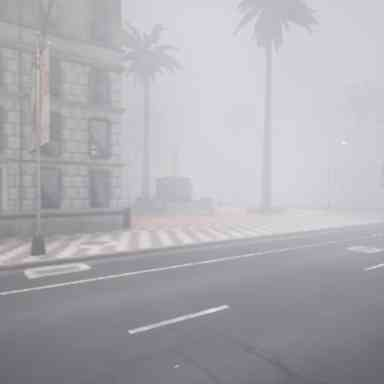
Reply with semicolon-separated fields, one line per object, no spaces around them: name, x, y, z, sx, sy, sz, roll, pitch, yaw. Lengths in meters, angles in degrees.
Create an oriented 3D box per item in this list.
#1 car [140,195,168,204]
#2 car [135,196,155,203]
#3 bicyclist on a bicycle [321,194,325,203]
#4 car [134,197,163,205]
car;-7.048;1.426;61.693;5.008;1.535;1.882;0;0;3
car;-6.705;1.461;54.593;4.892;1.490;1.837;0;0;4
bicyclist on a bicycle;23.818;1.215;60.446;0.582;1.620;1.656;0;0;42
car;-7.522;1.553;58.149;4.718;1.301;1.895;0;0;3
